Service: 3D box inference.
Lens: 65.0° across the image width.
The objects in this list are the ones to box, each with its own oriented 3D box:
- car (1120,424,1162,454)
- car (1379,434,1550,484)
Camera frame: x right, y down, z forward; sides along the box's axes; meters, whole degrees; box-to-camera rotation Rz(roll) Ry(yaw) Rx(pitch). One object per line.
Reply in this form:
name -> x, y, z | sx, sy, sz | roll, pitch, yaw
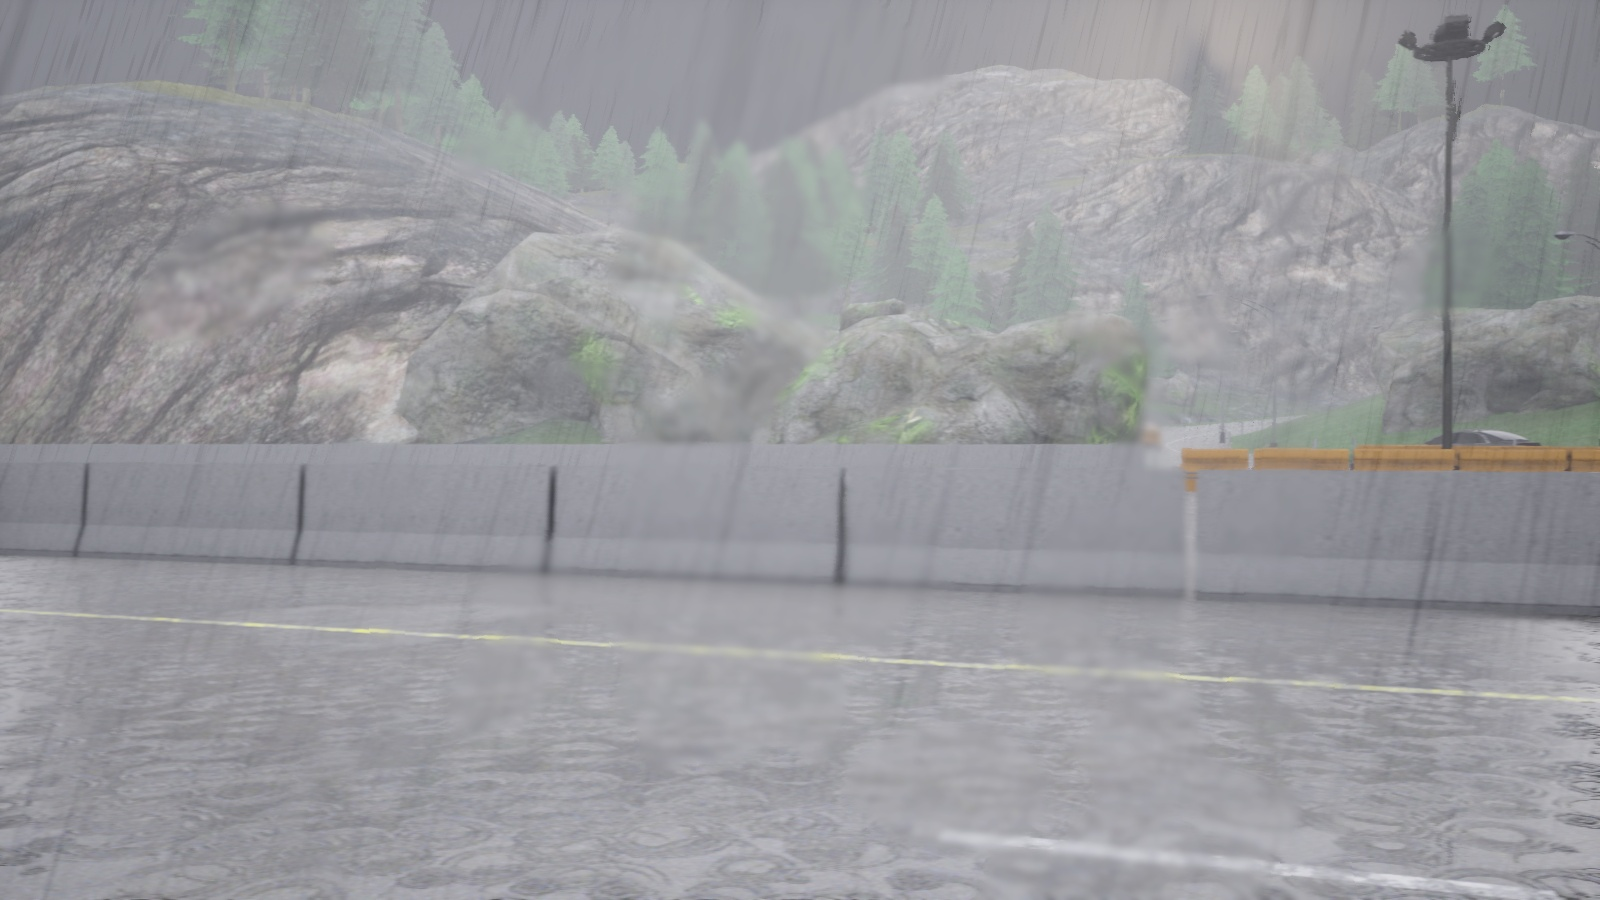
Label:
car -> 19.183, -0.637, 70.862 | 1.882, 1.535, 5.008 | 0, 2, 11
car -> 21.671, 0.252, 41.183 | 1.837, 1.490, 4.892 | 0, 1, -23
